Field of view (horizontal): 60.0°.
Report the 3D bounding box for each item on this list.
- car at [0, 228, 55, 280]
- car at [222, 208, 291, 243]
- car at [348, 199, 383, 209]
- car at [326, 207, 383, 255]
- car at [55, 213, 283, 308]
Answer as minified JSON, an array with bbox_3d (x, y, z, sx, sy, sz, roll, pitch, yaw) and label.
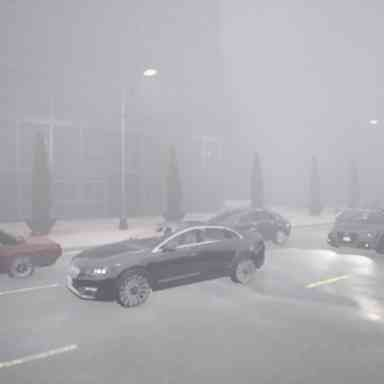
[{"bbox_3d":[-5.947,1.599,8.420,4.718,1.301,1.895,0,0,-34],"label":"car"},{"bbox_3d":[2.021,1.456,13.768,4.892,1.490,1.837,0,0,-34],"label":"car"},{"bbox_3d":[10.411,1.251,19.414,4.553,1.767,2.097,0,0,-34],"label":"car"},{"bbox_3d":[7.197,1.496,13.035,4.181,1.385,1.994,0,0,-34],"label":"car"},{"bbox_3d":[-0.380,1.470,7.931,4.902,1.511,2.128,0,0,-34],"label":"car"}]
